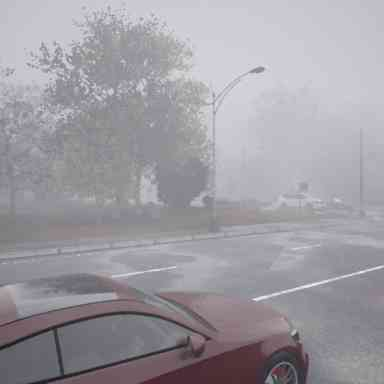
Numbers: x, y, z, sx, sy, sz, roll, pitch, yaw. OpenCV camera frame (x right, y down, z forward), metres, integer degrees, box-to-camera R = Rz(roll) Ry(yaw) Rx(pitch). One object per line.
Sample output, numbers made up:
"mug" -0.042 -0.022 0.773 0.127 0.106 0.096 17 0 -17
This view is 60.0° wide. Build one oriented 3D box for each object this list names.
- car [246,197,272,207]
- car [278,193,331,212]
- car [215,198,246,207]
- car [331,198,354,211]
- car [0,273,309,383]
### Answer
"car" 8.974 1.433 48.325 2.033 1.411 5.357 0 0 -38
"car" 12.440 1.121 38.057 2.150 2.045 5.566 0 0 -38
"car" 5.013 1.503 47.739 1.895 1.301 4.718 0 0 -38
"car" 16.338 1.410 38.709 1.812 1.442 4.674 0 0 -38
"car" -0.930 1.526 3.024 4.674 1.442 1.812 0 0 -35
